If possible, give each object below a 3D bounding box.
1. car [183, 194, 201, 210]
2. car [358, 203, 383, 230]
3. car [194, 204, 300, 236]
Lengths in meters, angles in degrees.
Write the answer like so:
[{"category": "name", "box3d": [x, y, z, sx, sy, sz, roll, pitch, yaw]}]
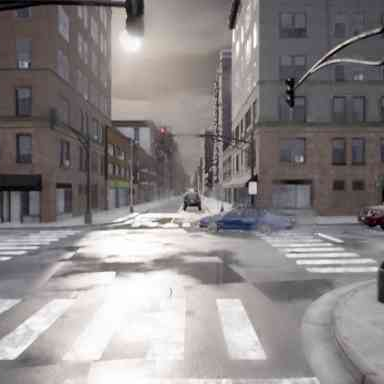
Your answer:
[{"category": "car", "box3d": [0.039, 1.237, 43.398, 2.150, 2.045, 5.566, 0, 0, 0]}, {"category": "car", "box3d": [12.063, 1.121, 18.562, 5.009, 1.841, 2.192, -1, 1, 0]}, {"category": "car", "box3d": [3.036, 1.499, 18.132, 5.357, 1.411, 2.033, -1, 0, 33]}]
